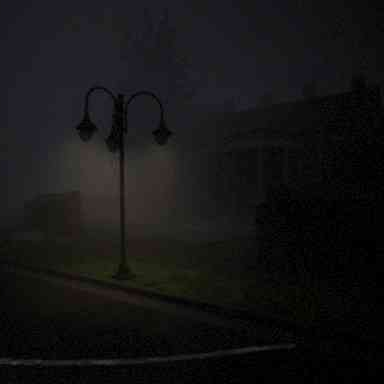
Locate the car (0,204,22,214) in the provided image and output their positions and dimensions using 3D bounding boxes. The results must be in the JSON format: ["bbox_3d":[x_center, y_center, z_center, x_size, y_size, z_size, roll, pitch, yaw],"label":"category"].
[{"bbox_3d":[-23.501,2.129,41.849,1.895,1.301,4.718,-1,-1,7],"label":"car"}]
